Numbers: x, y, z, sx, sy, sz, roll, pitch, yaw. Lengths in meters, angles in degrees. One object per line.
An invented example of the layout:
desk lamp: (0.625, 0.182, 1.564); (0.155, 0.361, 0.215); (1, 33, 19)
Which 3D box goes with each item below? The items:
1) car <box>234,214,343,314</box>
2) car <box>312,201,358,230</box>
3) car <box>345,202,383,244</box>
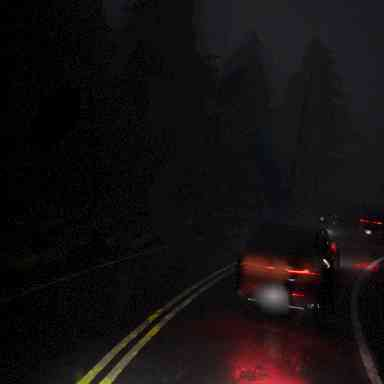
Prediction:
car: (2.426, 1.503, 7.857); (1.837, 1.490, 4.892); (2, 1, 25)
car: (8.637, 1.213, 18.758); (4.181, 1.385, 1.994); (-1, 5, -31)
car: (9.478, 1.409, 15.352); (4.892, 1.490, 1.837); (-1, 5, -33)
